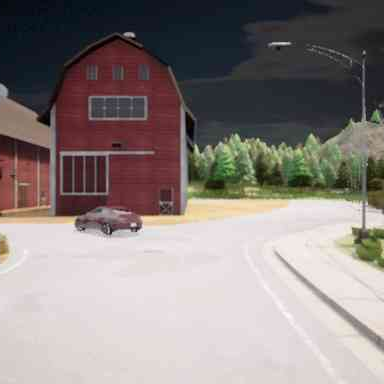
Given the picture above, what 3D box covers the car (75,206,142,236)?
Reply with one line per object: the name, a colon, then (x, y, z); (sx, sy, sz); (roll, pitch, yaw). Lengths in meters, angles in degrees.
car: (-4.638, 1.505, 18.361); (4.674, 1.442, 1.812); (0, -1, 43)
